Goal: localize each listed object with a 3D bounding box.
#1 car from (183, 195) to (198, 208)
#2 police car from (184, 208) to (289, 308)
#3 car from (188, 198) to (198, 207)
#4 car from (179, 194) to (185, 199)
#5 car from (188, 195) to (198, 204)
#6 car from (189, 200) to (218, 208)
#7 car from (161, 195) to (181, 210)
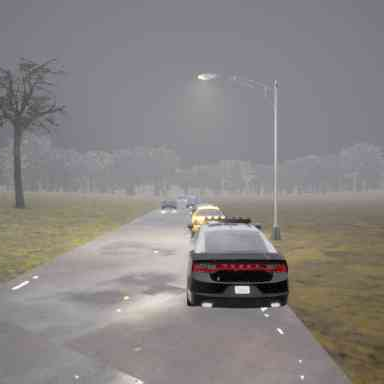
[{"bbox_3d":[0.139,1.466,45.845,2.033,1.411,5.357,0,0,1],"label":"car"},{"bbox_3d":[0.843,1.420,8.117,1.930,1.638,5.238,0,0,0],"label":"police car"},{"bbox_3d":[0.879,1.452,24.008,1.882,1.535,5.008,0,0,0],"label":"car"},{"bbox_3d":[-2.555,1.216,86.036,1.882,1.535,5.008,0,0,0],"label":"car"},{"bbox_3d":[0.143,1.372,63.165,1.812,1.442,4.674,0,0,0],"label":"car"},{"bbox_3d":[0.866,1.438,18.197,1.801,1.575,5.366,0,0,0],"label":"car"},{"bbox_3d":[-2.755,1.481,41.175,2.033,1.411,5.357,0,0,0],"label":"car"}]
